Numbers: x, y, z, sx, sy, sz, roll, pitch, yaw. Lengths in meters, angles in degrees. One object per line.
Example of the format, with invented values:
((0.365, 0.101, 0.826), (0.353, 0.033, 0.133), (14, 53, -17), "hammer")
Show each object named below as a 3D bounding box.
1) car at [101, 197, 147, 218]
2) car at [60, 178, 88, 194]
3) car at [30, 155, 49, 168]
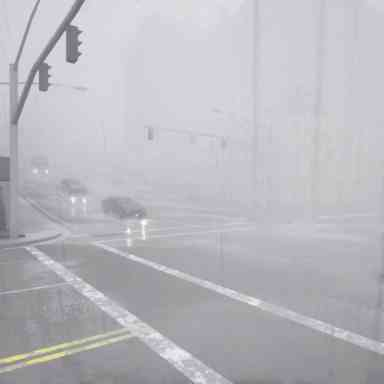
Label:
((-5.569, 1.103, 26.530), (2.033, 1.411, 5.357), (0, 5, -36), "car")
((-13.321, -0.755, 37.390), (2.033, 1.411, 5.357), (0, 11, -35), "car")
((-24.068, -4.917, 52.565), (2.097, 1.767, 4.553), (0, 11, -35), "car")
